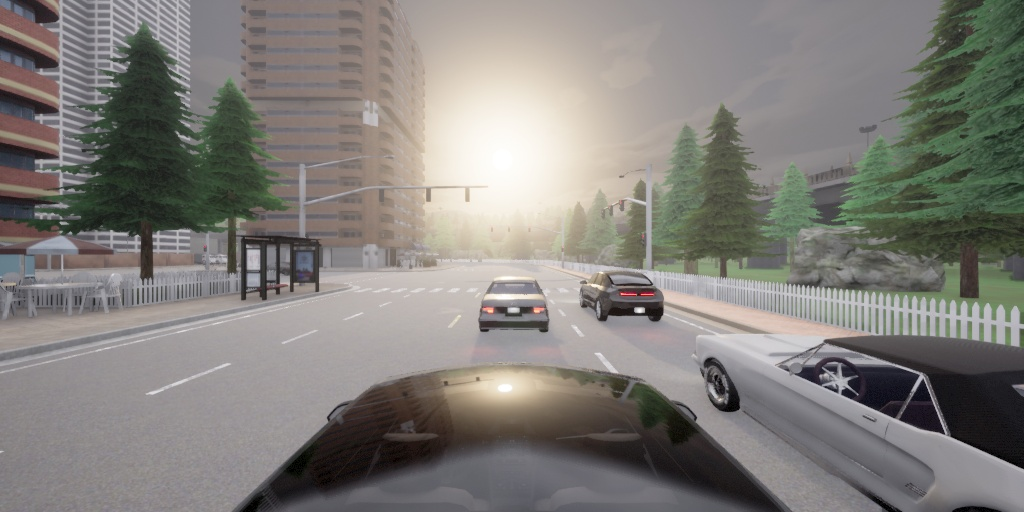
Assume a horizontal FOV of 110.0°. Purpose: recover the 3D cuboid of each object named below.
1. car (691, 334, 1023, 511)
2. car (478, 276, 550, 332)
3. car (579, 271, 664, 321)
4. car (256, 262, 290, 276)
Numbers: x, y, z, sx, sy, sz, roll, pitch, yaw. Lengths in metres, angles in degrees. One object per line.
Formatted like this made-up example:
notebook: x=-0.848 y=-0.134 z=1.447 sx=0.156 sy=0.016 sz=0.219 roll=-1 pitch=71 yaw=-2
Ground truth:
car: x=3.514 y=1.351 z=3.113 sx=1.895 sy=1.301 sz=4.718 roll=0 pitch=0 yaw=1
car: x=0.081 y=1.297 z=10.787 sx=2.033 sy=1.411 sz=5.357 roll=0 pitch=0 yaw=1
car: x=3.568 y=1.255 z=12.375 sx=1.837 sy=1.490 sz=4.892 roll=0 pitch=0 yaw=1
car: x=-24.608 y=1.331 z=37.773 sx=4.674 sy=1.442 sz=1.812 roll=0 pitch=0 yaw=0
